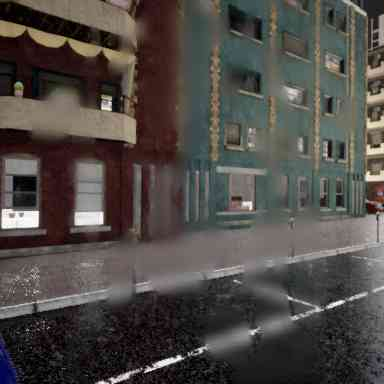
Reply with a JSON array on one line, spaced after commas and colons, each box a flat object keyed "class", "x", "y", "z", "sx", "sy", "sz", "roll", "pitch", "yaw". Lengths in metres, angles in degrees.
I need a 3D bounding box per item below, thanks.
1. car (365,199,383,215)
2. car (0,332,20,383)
[{"class": "car", "x": 15.703, "y": 1.239, "z": 32.220, "sx": 2.192, "sy": 1.841, "sz": 5.009, "roll": 1, "pitch": 0, "yaw": -36}, {"class": "car", "x": -2.909, "y": 1.352, "z": 1.000, "sx": 4.553, "sy": 1.767, "sz": 2.097, "roll": 0, "pitch": 0, "yaw": -35}]
